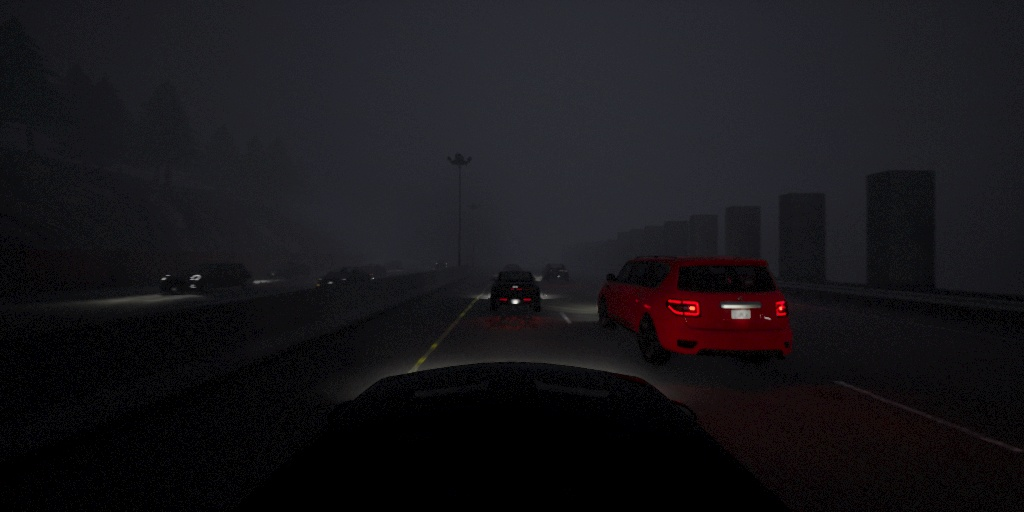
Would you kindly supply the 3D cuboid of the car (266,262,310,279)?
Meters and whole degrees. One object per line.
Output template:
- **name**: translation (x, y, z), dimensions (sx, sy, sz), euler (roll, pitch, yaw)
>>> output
- **car**: translation (-21.164, 1.342, 34.151), dimensions (2.128, 1.511, 4.902), euler (0, 0, -1)

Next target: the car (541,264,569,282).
- **car**: translation (3.605, 1.380, 30.301), dimensions (2.128, 1.511, 4.902), euler (0, 0, -1)

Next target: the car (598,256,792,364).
- **car**: translation (3.608, 1.011, 8.311), dimensions (2.150, 2.045, 5.566), euler (0, 0, 0)

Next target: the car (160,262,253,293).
- **car**: translation (-17.552, 1.149, 20.870), dimensions (2.097, 1.767, 4.553), euler (0, 0, 0)

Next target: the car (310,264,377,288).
- **car**: translation (-10.555, 1.386, 22.854), dimensions (1.994, 1.385, 4.181), euler (0, 0, 0)

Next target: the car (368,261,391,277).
- **car**: translation (-14.217, 1.440, 36.384), dimensions (1.994, 1.385, 4.181), euler (0, 0, -1)

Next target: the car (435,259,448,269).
- **car**: translation (-12.540, 1.358, 64.206), dimensions (2.097, 1.767, 4.553), euler (0, 0, -7)

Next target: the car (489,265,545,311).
- **car**: translation (0.133, 1.315, 14.729), dimensions (1.837, 1.490, 4.892), euler (0, 0, 0)

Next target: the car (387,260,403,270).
- **car**: translation (-18.715, 1.461, 57.331), dimensions (1.837, 1.490, 4.892), euler (1, 0, -5)
